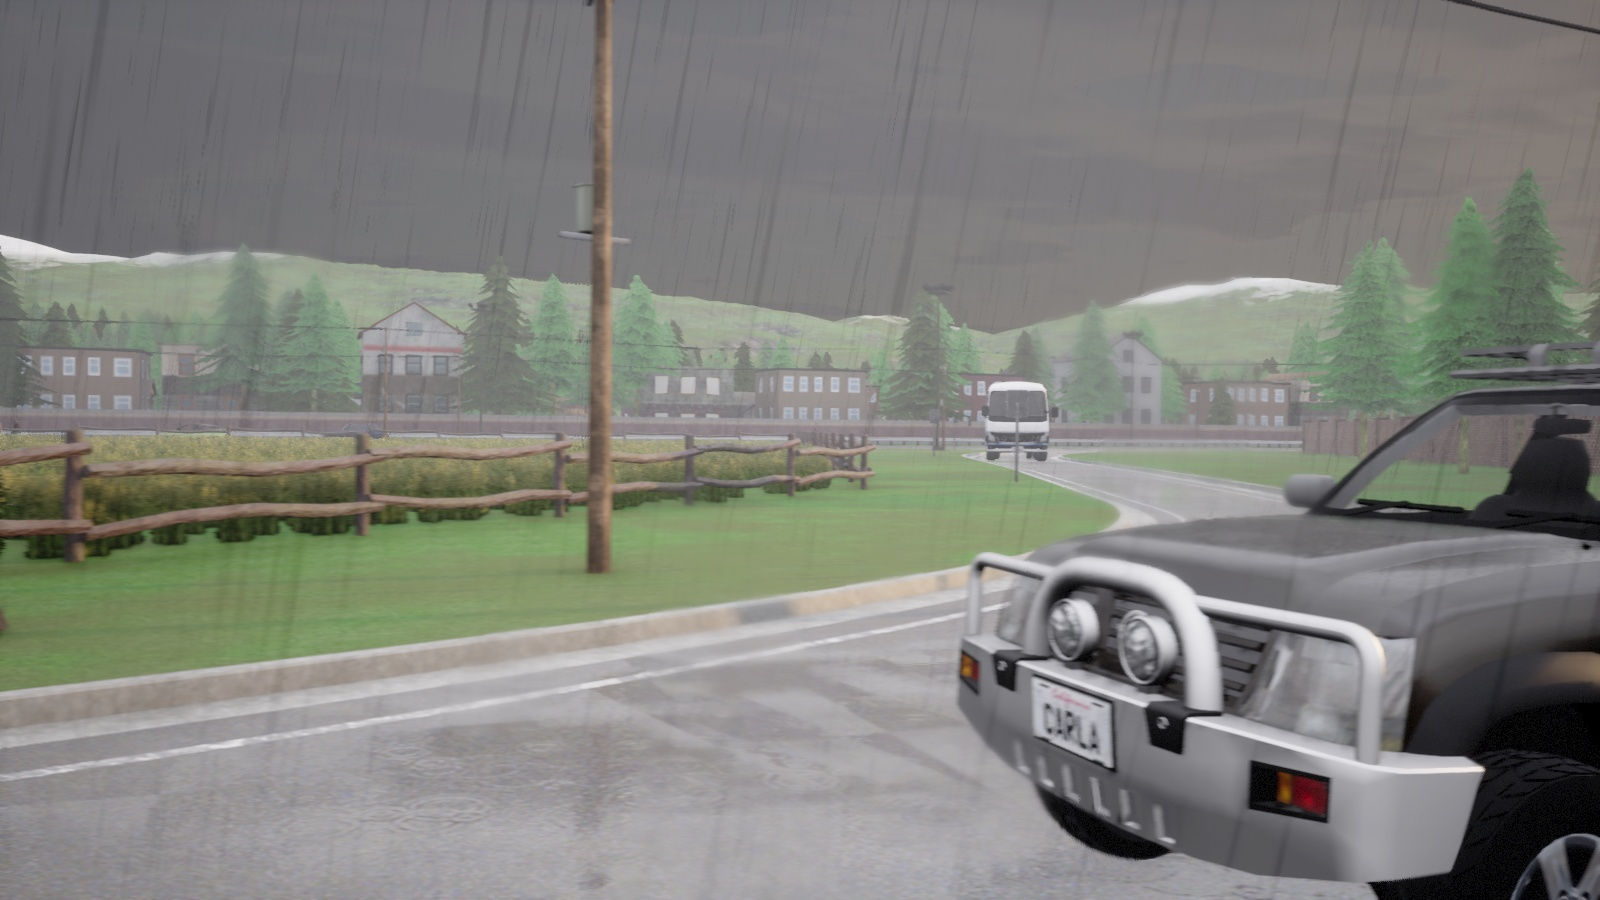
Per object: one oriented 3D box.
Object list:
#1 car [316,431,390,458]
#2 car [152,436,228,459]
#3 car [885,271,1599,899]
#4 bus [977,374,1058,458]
[{"bbox_3d":[-29.833,-0.384,83.799,4.553,1.767,2.097,-1,1,-21],"label":"car"},{"bbox_3d":[-42.050,-0.211,86.699,4.514,1.525,2.007,-1,1,-21],"label":"car"},{"bbox_3d":[2.802,0.514,4.301,4.605,1.855,1.932,-1,1,-21],"label":"car"},{"bbox_3d":[11.858,-1.835,69.341,3.944,4.253,10.273,-1,1,8],"label":"bus"}]
